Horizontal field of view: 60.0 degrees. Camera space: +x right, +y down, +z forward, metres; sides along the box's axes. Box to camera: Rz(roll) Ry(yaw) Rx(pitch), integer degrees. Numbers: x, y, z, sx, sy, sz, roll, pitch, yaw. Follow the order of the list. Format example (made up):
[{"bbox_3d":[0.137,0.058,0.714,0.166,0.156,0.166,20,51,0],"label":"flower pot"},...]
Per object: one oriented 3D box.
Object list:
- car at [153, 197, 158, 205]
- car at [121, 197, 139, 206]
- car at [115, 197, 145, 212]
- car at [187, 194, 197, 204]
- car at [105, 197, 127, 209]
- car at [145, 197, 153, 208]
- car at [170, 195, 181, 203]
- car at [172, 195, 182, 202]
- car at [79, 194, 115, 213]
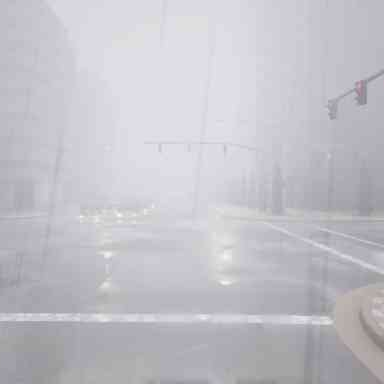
[{"bbox_3d":[-7.041,1.564,56.913,1.994,1.385,4.181,0,0,0],"label":"car"},{"bbox_3d":[-10.541,1.547,56.738,2.033,1.411,5.357,0,0,0],"label":"car"},{"bbox_3d":[-7.072,1.352,38.049,2.097,1.767,4.553,0,0,0],"label":"car"},{"bbox_3d":[0.049,1.547,66.074,2.033,1.411,5.357,0,0,0],"label":"car"},{"bbox_3d":[-10.563,1.478,46.405,1.882,1.535,5.008,0,0,0],"label":"car"},{"bbox_3d":[-7.060,1.526,47.033,1.812,1.442,4.674,0,0,-1],"label":"car"},{"bbox_3d":[-3.450,1.505,66.646,1.837,1.490,4.892,0,0,0],"label":"car"},{"bbox_3d":[-3.443,1.494,75.974,2.128,1.511,4.902,0,0,0],"label":"car"},{"bbox_3d":[-10.572,1.221,36.703,2.150,2.045,5.566,0,0,0],"label":"car"}]
